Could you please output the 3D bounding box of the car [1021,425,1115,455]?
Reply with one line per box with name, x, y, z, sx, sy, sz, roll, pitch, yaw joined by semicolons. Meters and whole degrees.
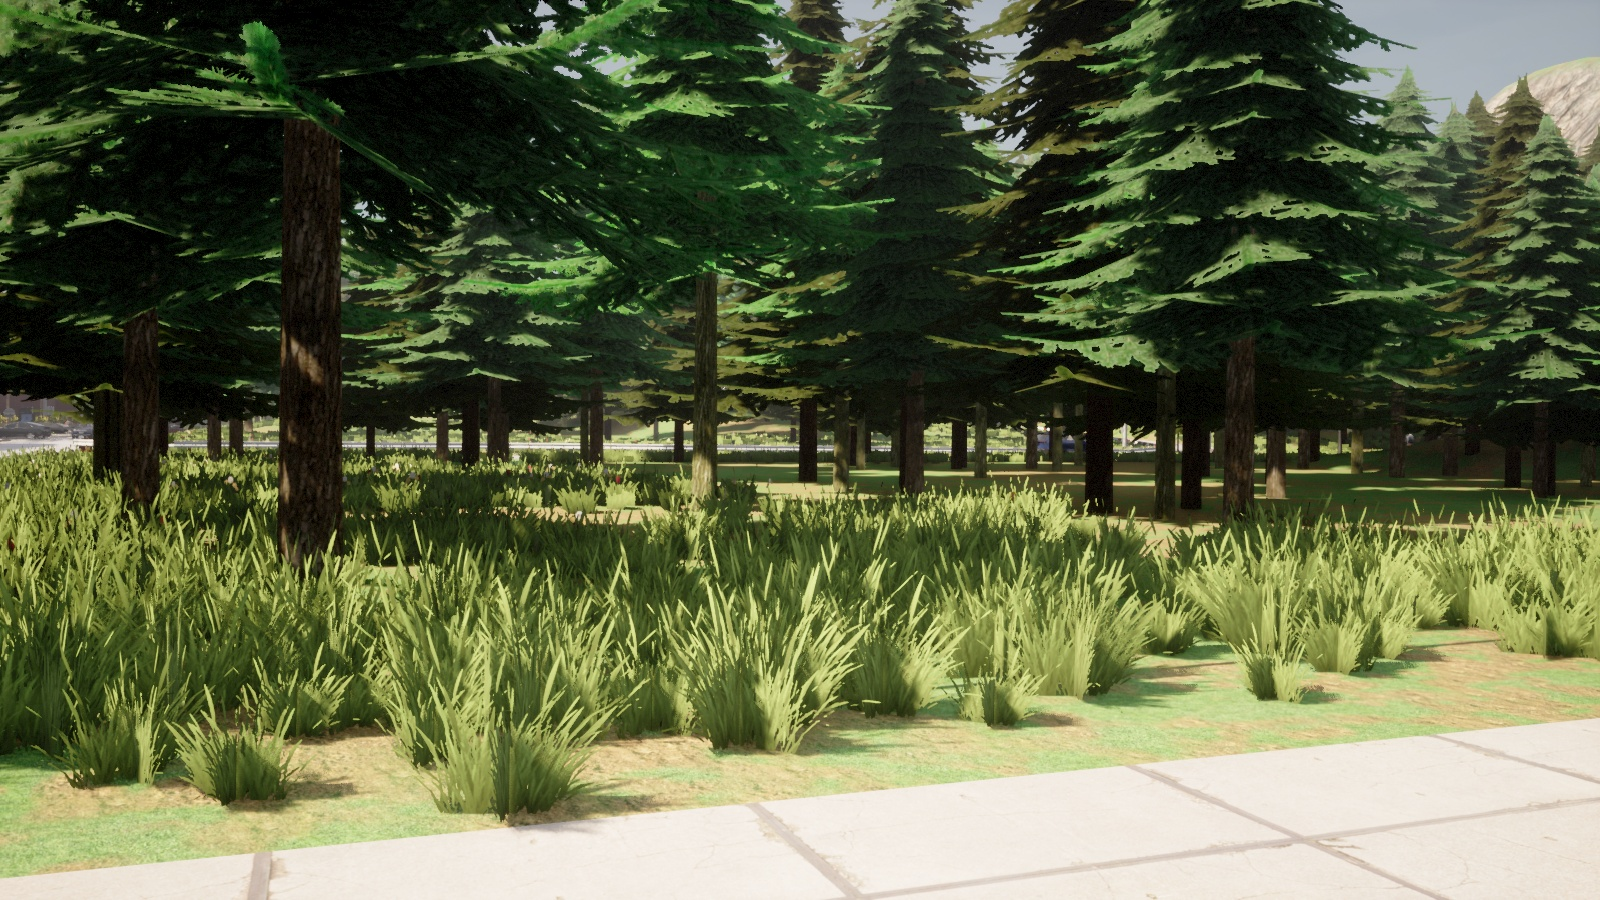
car;15.093;-0.577;70.702;4.856;1.649;2.033;-1;1;-22
